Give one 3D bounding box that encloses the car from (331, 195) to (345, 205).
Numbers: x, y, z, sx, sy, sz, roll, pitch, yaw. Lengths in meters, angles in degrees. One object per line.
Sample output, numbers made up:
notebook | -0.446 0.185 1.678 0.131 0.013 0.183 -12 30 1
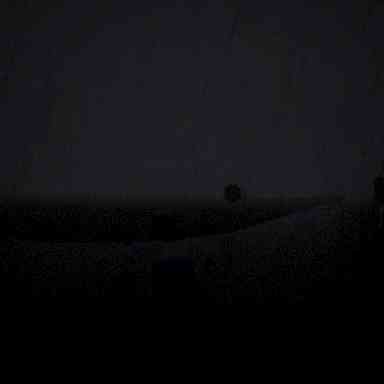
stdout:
car | 22.618 1.226 51.335 2.033 1.411 5.357 2 1 28
